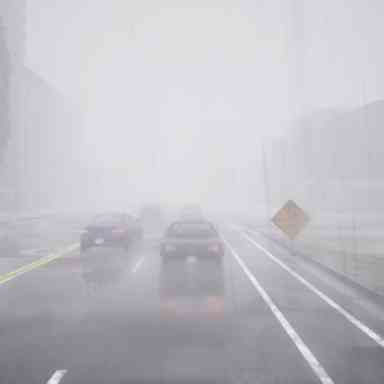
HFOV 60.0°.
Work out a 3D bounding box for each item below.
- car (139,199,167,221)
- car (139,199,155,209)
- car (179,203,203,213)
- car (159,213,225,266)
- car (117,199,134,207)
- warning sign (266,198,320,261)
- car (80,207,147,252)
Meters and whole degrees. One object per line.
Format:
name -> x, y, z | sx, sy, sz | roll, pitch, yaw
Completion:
car -> -3.311, 1.610, 28.228 | 1.837, 1.490, 4.892 | 0, 0, 0
car -> -6.814, 1.819, 50.907 | 1.994, 1.385, 4.181 | 0, 0, 0
car -> -0.060, 1.669, 28.775 | 1.994, 1.385, 4.181 | 0, 0, 0
car -> 0.009, 1.630, 11.656 | 1.895, 1.301, 4.718 | 0, 0, 0
car -> -10.062, 1.819, 50.902 | 1.994, 1.385, 4.181 | 0, 0, 0
warning sign -> 3.144, 1.142, 10.533 | 1.300, 1.860, 1.060 | -2, -2, 0
car -> -3.238, 1.563, 13.914 | 1.812, 1.442, 4.674 | 0, 0, 0
